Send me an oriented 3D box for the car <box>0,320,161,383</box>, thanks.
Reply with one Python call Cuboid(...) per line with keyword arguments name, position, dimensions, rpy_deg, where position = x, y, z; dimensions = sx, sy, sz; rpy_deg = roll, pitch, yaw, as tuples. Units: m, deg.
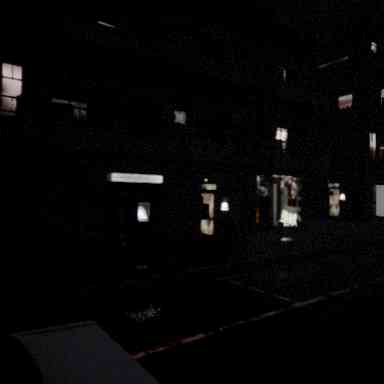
Cuboid(name="car", position=(-2.447, 1.601, 1.632), dimensions=(4.718, 1.301, 1.895), rpy_deg=(0, 0, -35))
